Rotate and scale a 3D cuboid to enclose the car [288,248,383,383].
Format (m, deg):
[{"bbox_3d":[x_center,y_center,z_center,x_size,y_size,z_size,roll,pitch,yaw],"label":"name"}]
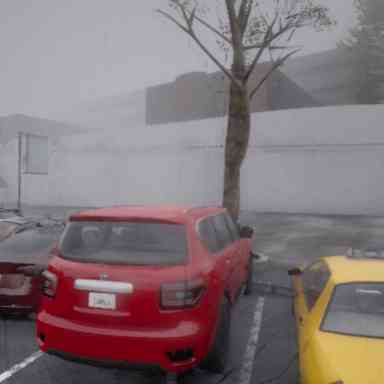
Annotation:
[{"bbox_3d":[2.281,1.487,4.384,1.946,1.575,5.366,0,-1,15],"label":"car"}]

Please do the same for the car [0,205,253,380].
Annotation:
[{"bbox_3d":[-0.207,1.237,5.975,2.435,2.045,5.566,0,-1,15],"label":"car"}]
